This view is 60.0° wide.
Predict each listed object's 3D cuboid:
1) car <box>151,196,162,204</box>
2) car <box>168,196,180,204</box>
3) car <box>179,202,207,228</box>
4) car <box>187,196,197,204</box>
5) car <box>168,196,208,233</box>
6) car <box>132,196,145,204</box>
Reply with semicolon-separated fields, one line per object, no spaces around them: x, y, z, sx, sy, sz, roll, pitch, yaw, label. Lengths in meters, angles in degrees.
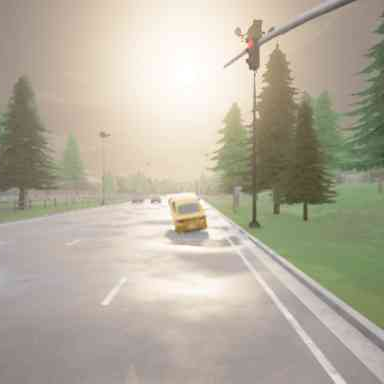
-7.010;1.522;65.229;2.033;1.411;5.357;0;0;0;car
-3.510;1.538;65.229;1.994;1.385;4.181;0;0;0;car
0.036;1.553;23.784;1.812;1.442;4.674;0;2;0;car
-0.010;1.538;65.230;1.994;1.385;4.181;0;0;0;car
-0.341;1.067;20.244;1.882;1.535;5.008;-8;16;-6;car
-10.510;1.522;65.228;2.033;1.411;5.357;0;0;0;car
